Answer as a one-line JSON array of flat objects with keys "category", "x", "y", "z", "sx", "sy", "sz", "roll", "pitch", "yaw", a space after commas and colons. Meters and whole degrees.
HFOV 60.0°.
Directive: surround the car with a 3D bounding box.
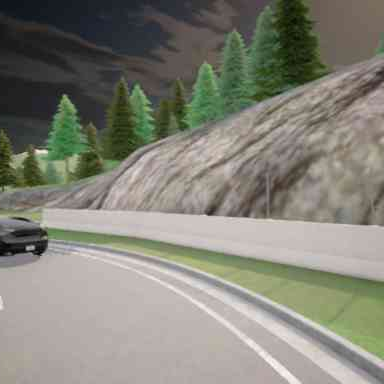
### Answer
[{"category": "car", "x": -7.324, "y": 1.668, "z": 12.545, "sx": 4.892, "sy": 1.490, "sz": 1.837, "roll": -1, "pitch": -1, "yaw": 37}]
